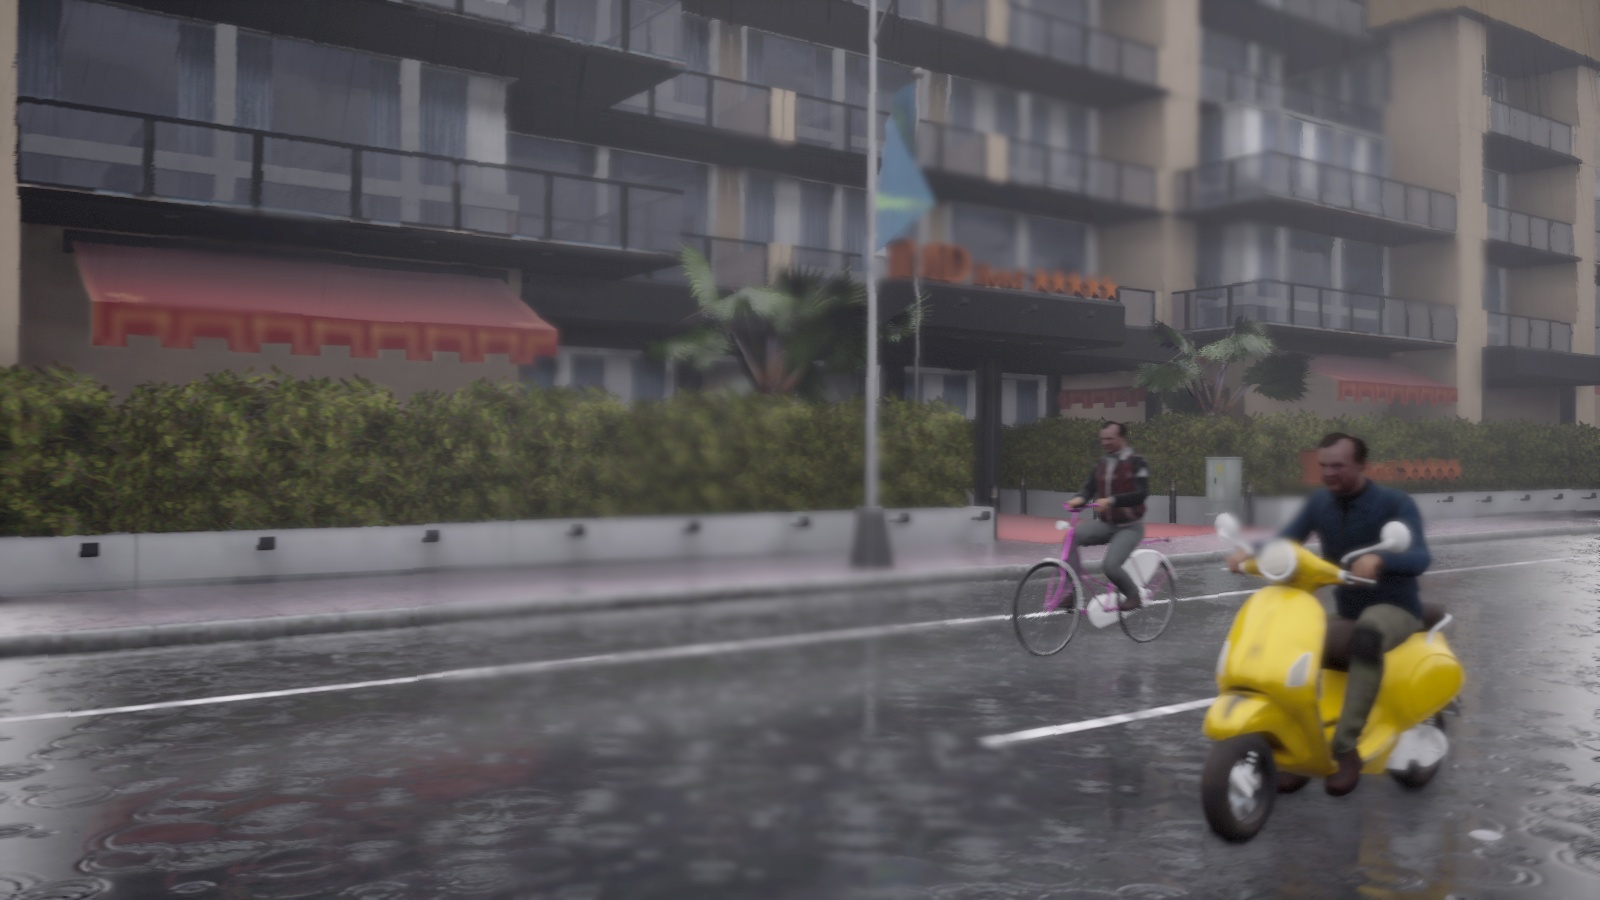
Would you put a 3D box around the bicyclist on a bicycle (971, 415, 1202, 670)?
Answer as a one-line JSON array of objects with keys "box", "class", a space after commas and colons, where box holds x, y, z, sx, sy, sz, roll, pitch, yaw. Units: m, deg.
[{"box": [2.203, 0.646, 9.551, 1.843, 1.776, 0.659, 0, 0, -36], "class": "bicyclist on a bicycle"}]

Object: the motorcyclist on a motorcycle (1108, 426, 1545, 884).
[{"box": [2.232, 0.714, 5.248, 1.817, 1.590, 0.866, 0, 0, -36], "class": "motorcyclist on a motorcycle"}]
